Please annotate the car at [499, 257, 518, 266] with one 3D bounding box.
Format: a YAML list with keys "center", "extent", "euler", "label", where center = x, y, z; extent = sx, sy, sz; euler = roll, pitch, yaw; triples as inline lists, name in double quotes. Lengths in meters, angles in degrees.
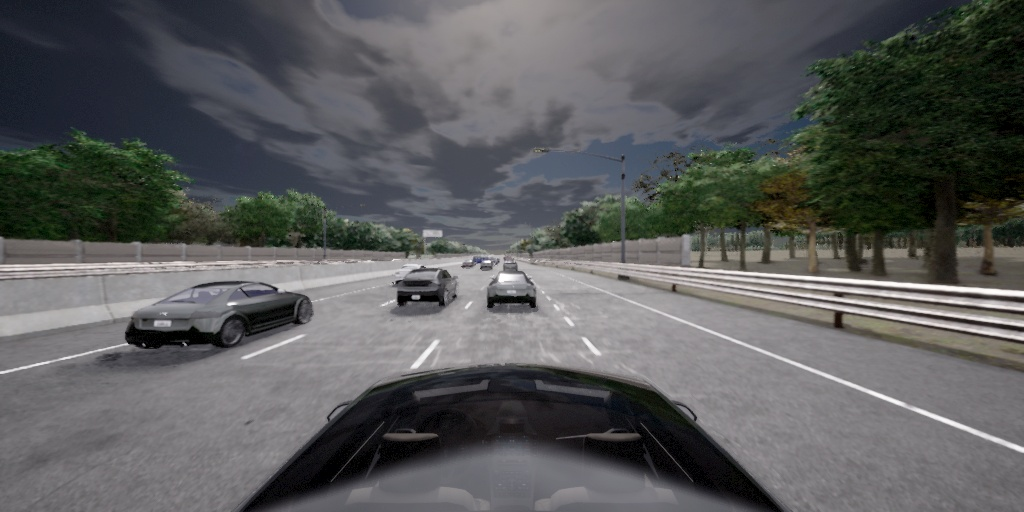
- center: [-0.206, 1.244, 46.726]
  extent: [2.128, 1.511, 4.902]
  euler: [0, 0, -1]
  label: "car"

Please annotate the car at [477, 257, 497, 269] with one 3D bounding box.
- center: [-3.786, 1.308, 54.726]
  extent: [2.033, 1.411, 5.357]
  euler: [0, 0, -1]
  label: "car"

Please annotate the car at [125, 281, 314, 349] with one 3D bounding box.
- center: [-7.006, 1.320, 9.192]
  extent: [1.994, 1.385, 4.181]
  euler: [0, 0, 0]
  label: "car"

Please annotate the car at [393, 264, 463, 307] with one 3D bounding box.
- center: [-3.520, 1.262, 15.565]
  extent: [1.837, 1.490, 4.892]
  euler: [0, 0, 0]
  label: "car"

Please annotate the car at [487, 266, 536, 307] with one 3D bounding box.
- center: [-0.020, 1.319, 15.530]
  extent: [1.994, 1.385, 4.181]
  euler: [0, 0, 0]
  label: "car"

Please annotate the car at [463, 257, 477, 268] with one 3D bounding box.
- center: [-7.359, 1.318, 61.152]
  extent: [2.033, 1.411, 5.357]
  euler: [0, 0, -1]
  label: "car"
